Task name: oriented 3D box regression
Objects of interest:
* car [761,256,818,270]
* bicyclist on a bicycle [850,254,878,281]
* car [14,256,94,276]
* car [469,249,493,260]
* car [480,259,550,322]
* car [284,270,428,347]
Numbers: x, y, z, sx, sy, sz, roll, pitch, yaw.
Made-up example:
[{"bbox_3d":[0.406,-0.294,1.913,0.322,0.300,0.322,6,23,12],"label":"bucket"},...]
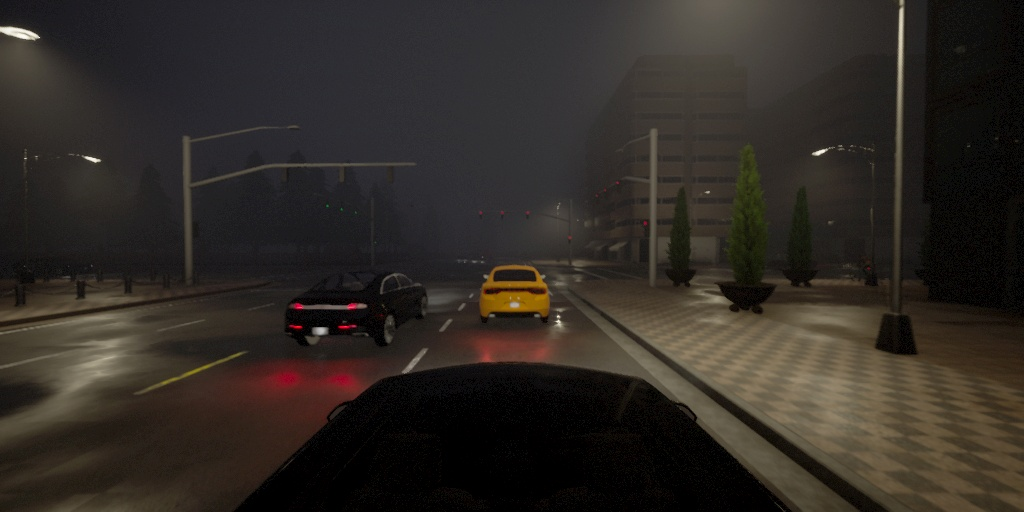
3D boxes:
[{"bbox_3d":[27.823,0.693,36.151,4.718,1.301,1.895,0,1,0],"label":"car"},{"bbox_3d":[20.244,0.714,20.626,0.582,1.620,1.656,0,1,0],"label":"bicyclist on a bicycle"},{"bbox_3d":[-36.477,0.755,28.606,4.892,1.490,1.837,0,1,0],"label":"car"},{"bbox_3d":[-5.172,-0.309,63.624,2.150,2.045,5.566,0,1,17],"label":"car"},{"bbox_3d":[0.078,1.026,11.455,1.882,1.535,5.008,0,1,0],"label":"car"},{"bbox_3d":[-3.433,1.093,8.867,2.128,1.511,4.902,0,1,0],"label":"car"}]
